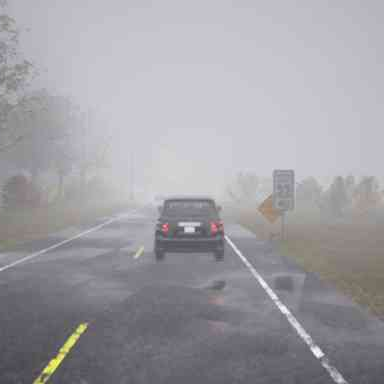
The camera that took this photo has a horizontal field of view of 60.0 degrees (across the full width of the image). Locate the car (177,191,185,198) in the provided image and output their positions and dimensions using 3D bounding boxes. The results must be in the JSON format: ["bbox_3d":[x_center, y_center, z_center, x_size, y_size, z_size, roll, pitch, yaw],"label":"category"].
[{"bbox_3d":[-2.880,0.592,84.249,1.837,1.490,4.892,0,1,-5],"label":"car"}]

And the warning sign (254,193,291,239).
[{"bbox_3d":[3.410,0.979,14.185,1.300,1.860,1.060,1,1,-1],"label":"warning sign"}]

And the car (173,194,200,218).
[{"bbox_3d":[-0.474,1.075,28.048,2.097,1.767,4.553,0,1,-1],"label":"car"}]

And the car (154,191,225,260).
[{"bbox_3d":[-0.082,1.109,12.008,2.150,2.045,5.566,0,1,0],"label":"car"}]

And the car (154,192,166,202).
[{"bbox_3d":[-5.606,0.873,58.571,1.882,1.535,5.008,0,1,-3],"label":"car"}]
